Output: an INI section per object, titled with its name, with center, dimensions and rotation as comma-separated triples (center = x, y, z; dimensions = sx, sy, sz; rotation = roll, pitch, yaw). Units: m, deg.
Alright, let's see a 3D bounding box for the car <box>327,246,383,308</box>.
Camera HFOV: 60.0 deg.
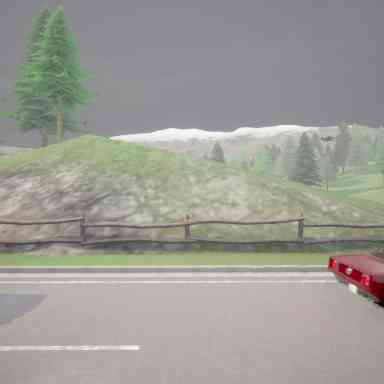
[car]
center = 5.356, 1.601, 6.528
dimensions = 4.718, 1.301, 1.895
rotation = 0, 0, -1
